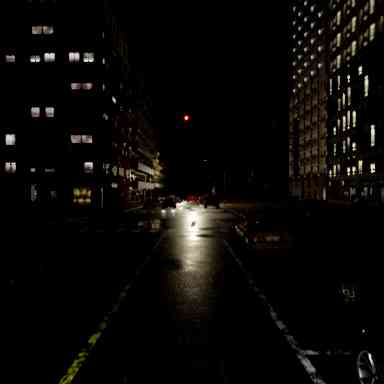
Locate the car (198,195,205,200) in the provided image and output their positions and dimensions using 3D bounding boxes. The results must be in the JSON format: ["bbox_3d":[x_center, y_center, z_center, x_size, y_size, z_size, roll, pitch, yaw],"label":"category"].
[{"bbox_3d":[2.696,1.632,95.545,1.752,1.417,4.829,0,0,0],"label":"car"}]

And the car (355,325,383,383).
[{"bbox_3d":[2.686,1.566,1.957,1.947,1.339,4.313,0,0,0],"label":"car"}]

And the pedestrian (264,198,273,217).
[{"bbox_3d":[4.401,1.160,19.102,0.375,1.860,0.375,0,0,0],"label":"pedestrian"}]

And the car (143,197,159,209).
[{"bbox_3d":[-5.689,1.571,45.636,2.008,1.369,4.403,0,0,0],"label":"car"}]

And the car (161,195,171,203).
[{"bbox_3d":[-5.687,1.502,73.270,1.967,1.590,4.097,0,0,0],"label":"car"}]

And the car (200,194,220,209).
[{"bbox_3d":[2.690,1.335,45.636,2.192,1.841,5.009,0,0,0],"label":"car"}]

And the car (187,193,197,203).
[{"bbox_3d":[0.007,1.289,74.442,2.150,2.045,5.566,0,0,0],"label":"car"}]

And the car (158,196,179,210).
[{"bbox_3d":[-3.118,1.566,44.543,2.033,1.411,5.357,0,0,-4],"label":"car"}]

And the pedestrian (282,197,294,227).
[{"bbox_3d":[5.403,1.144,18.587,0.375,1.860,0.375,0,0,0],"label":"pedestrian"}]

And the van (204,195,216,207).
[{"bbox_3d":[2.690,1.367,51.162,1.690,1.788,3.998,0,0,0],"label":"van"}]

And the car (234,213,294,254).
[{"bbox_3d":[2.688,1.526,13.393,1.752,1.417,4.829,0,0,0],"label":"car"}]

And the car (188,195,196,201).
[{"bbox_3d":[0.009,1.537,84.829,2.033,1.411,5.357,0,0,0],"label":"car"}]

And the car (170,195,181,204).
[{"bbox_3d":[-3.017,1.594,64.708,2.033,1.411,5.357,0,0,1],"label":"car"}]

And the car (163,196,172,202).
[{"bbox_3d":[-5.686,1.654,78.796,1.802,1.307,4.206,0,0,0],"label":"car"}]

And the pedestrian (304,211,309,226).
[{"bbox_3d":[6.152,1.524,17.801,0.500,1.100,0.500,0,0,0],"label":"pedestrian"}]

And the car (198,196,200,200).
[{"bbox_3d":[2.692,1.367,67.741,2.192,1.841,5.009,0,0,0],"label":"car"}]

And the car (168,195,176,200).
[{"bbox_3d":[-5.684,1.631,95.206,1.752,1.417,4.829,0,0,0],"label":"car"}]

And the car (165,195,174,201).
[{"bbox_3d":[-5.686,1.523,84.323,1.967,1.590,4.097,0,0,0],"label":"car"}]

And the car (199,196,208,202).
[{"bbox_3d":[2.694,1.617,78.795,1.887,1.381,4.507,0,0,0],"label":"car"}]

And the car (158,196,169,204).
[{"bbox_3d":[-5.687,1.596,67.742,1.887,1.381,4.507,0,0,0],"label":"car"}]
